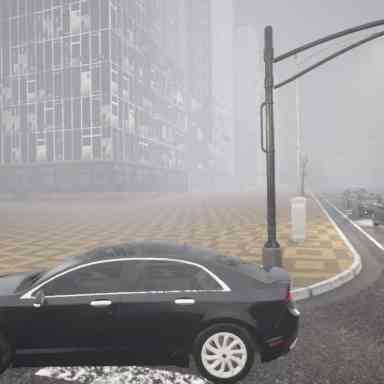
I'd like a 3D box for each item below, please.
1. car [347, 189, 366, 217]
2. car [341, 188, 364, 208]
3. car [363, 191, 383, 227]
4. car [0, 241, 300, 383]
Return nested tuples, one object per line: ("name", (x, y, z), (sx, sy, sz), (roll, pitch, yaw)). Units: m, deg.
("car", (11.175, 0.759, 20.643), (1.994, 1.385, 4.181), (-1, 2, 17))
("car", (13.188, 0.453, 26.700), (2.128, 1.511, 4.902), (-1, 2, 18))
("car", (9.106, 0.928, 14.355), (2.128, 1.511, 4.902), (-1, 2, 18))
("car", (-1.014, 1.505, 4.750), (4.892, 1.490, 1.837), (0, 0, 0))
